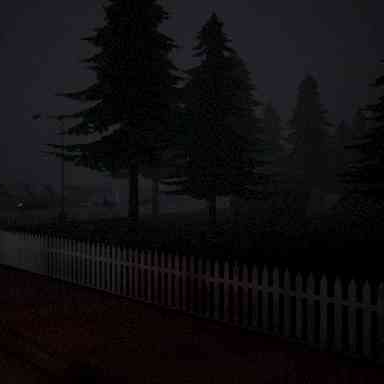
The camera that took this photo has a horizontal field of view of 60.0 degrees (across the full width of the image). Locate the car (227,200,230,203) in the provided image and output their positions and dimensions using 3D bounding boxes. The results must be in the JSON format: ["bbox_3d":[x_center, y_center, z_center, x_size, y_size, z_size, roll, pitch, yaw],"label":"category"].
[{"bbox_3d":[8.276,1.221,57.283,2.150,2.045,5.566,0,0,34],"label":"car"}]

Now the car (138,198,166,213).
[{"bbox_3d":[-4.984,1.477,37.769,1.882,1.535,5.008,0,0,34],"label":"car"}]

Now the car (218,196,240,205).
[{"bbox_3d":[6.850,1.478,61.426,1.882,1.535,5.008,0,0,34],"label":"car"}]

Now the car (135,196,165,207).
[{"bbox_3d":[-6.785,1.492,54.088,2.128,1.511,4.902,0,0,35],"label":"car"}]

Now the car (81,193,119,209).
[{"bbox_3d":[-12.522,1.222,45.700,2.150,2.045,5.566,0,0,34],"label":"car"}]

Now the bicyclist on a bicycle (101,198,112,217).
[{"bbox_3d":[-7.164,1.302,27.830,1.656,1.620,0.582,0,0,34],"label":"bicyclist on a bicycle"}]

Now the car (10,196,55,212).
[{"bbox_3d":[-18.018,1.352,37.625,2.097,1.767,4.553,0,0,34],"label":"car"}]
